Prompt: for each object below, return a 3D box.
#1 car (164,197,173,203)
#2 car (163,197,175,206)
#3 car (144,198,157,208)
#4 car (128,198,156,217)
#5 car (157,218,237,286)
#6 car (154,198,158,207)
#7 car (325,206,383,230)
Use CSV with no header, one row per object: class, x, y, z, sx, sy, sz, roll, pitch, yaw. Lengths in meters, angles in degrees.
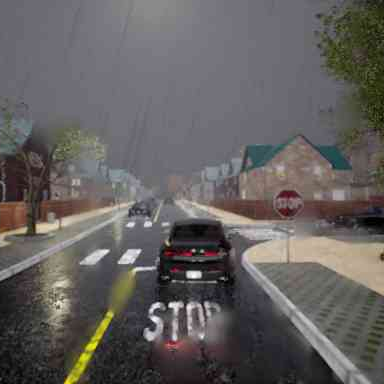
car,-4.999,1.706,70.128,1.895,1.301,4.718,0,0,-5
car,-4.170,1.643,59.714,1.837,1.490,4.892,0,0,-5
car,-6.364,1.615,51.586,1.812,1.442,4.674,0,0,-4
car,-4.698,1.565,30.680,1.994,1.385,4.181,0,0,-3
car,0.196,1.495,9.429,1.837,1.490,4.892,0,0,4
car,-5.528,1.583,40.961,2.033,1.411,5.357,0,0,-5
car,10.478,1.518,19.747,4.718,1.301,1.895,0,-1,-6
